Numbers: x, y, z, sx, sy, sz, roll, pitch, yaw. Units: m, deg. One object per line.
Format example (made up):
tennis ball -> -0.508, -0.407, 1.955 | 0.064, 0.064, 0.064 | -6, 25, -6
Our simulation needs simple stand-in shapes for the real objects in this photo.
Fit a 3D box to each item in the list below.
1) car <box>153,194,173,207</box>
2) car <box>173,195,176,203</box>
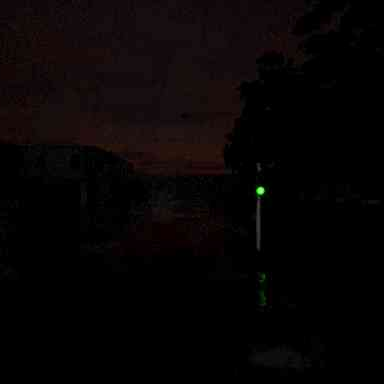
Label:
car -> -4.082, 1.216, 44.830 | 2.128, 1.511, 4.902 | 0, 1, 0
car -> -4.046, 1.159, 60.731 | 1.812, 1.442, 4.674 | 0, 1, 1
